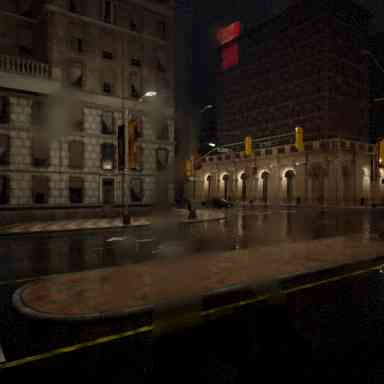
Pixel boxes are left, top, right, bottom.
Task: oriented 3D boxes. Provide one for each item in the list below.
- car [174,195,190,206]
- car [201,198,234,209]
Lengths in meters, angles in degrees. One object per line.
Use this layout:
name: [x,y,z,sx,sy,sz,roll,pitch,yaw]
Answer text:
car: [-2.114,1.526,54.797,1.812,1.442,4.674,0,0,-35]
car: [3.454,1.547,46.941,2.033,1.411,5.357,0,0,-36]
